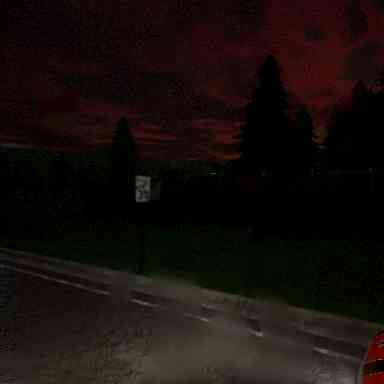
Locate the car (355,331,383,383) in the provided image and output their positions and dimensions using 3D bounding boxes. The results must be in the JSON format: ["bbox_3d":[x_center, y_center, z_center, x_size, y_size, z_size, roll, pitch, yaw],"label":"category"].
[{"bbox_3d":[3.297,1.353,1.677,4.553,1.767,2.097,0,0,35],"label":"car"}]
